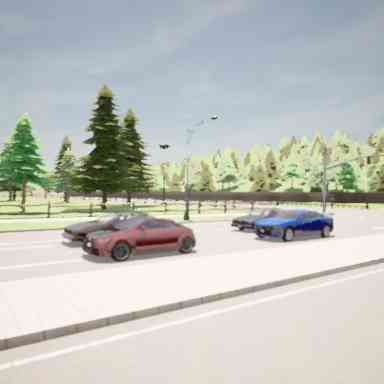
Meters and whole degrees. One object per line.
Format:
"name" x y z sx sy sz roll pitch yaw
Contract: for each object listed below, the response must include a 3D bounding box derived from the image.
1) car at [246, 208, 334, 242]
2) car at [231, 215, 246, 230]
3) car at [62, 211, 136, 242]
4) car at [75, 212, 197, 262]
"car" 5.469 1.657 17.620 5.008 1.535 1.882 1 0 -35
"car" 5.009 1.751 21.562 5.357 1.411 2.033 1 -1 -35
"car" -3.226 1.626 15.787 5.357 1.411 2.033 1 -1 -35
"car" -1.865 1.633 12.465 4.181 1.385 1.994 1 -1 -36
